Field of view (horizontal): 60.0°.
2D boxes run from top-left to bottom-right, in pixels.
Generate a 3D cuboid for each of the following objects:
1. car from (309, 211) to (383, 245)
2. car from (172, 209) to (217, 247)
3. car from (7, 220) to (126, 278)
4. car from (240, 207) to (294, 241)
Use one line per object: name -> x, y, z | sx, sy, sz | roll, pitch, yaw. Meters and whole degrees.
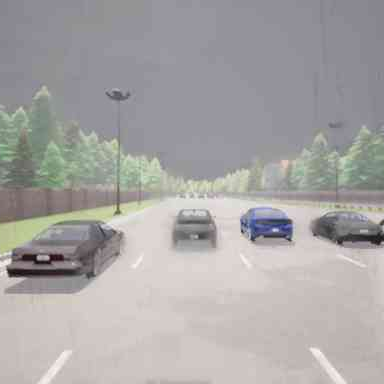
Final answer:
car -> 7.098, 1.585, 15.719 | 1.994, 1.385, 4.181 | 0, 0, 0
car -> 0.098, 1.513, 15.247 | 2.128, 1.511, 4.902 | 0, 0, 0
car -> -3.412, 1.562, 10.161 | 2.033, 1.411, 5.357 | 0, 0, 0
car -> 3.600, 1.501, 16.799 | 1.882, 1.535, 5.008 | 0, 0, 0
